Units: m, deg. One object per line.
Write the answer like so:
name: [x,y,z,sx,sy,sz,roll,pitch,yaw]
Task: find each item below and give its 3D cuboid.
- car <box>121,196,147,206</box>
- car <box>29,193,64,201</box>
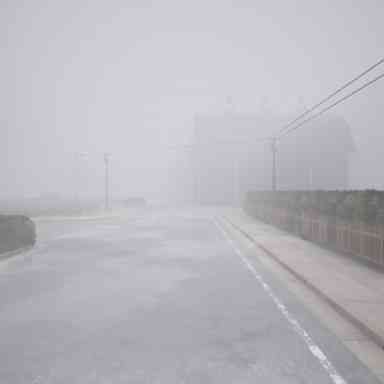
car: [-9.339,1.489,53.253,4.892,1.490,1.837,0,0,39]
car: [-24.524,1.255,56.147,5.566,2.045,2.150,0,0,0]
